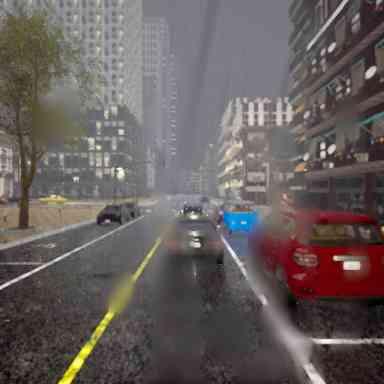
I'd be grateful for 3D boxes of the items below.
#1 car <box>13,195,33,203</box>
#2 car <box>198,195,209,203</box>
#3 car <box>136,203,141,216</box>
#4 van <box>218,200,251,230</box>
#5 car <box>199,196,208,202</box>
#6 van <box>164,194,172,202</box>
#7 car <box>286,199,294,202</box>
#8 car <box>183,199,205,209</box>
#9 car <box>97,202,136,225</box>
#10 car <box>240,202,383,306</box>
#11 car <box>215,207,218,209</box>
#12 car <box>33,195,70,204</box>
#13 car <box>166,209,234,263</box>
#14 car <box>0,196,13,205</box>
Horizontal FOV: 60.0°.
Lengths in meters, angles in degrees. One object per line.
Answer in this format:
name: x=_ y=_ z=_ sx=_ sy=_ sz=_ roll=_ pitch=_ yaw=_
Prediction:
car: x=-27.490 y=1.130 z=52.829 sx=4.313 sy=1.339 sz=1.947 roll=1 pitch=-1 yaw=-1
car: x=2.671 y=1.655 z=69.522 sx=1.947 sy=1.339 sz=4.313 roll=0 pitch=0 yaw=0
car: x=-5.700 y=1.600 z=29.874 sx=1.947 sy=1.339 sz=4.313 roll=0 pitch=0 yaw=0
van: x=2.682 y=1.362 z=19.081 sx=1.690 sy=1.788 sz=3.998 roll=0 pitch=0 yaw=0
car: x=2.668 y=1.650 z=79.489 sx=1.887 sy=1.381 sz=4.507 roll=0 pitch=0 yaw=0
van: x=-5.713 y=1.446 z=79.486 sx=1.690 sy=1.788 sz=3.998 roll=0 pitch=0 yaw=0
car: x=16.014 y=1.823 z=53.332 sx=4.097 sy=1.590 sz=1.967 roll=1 pitch=-1 yaw=-1
car: x=0.091 y=1.640 z=34.013 sx=1.895 sy=1.301 sz=4.718 roll=0 pitch=0 yaw=0
car: x=-5.699 y=1.594 z=24.628 sx=1.947 sy=1.339 sz=4.313 roll=0 pitch=0 yaw=0
car: x=2.685 y=1.324 z=7.978 sx=2.192 sy=1.841 sz=5.009 roll=0 pitch=0 yaw=0
car: x=2.681 y=1.468 z=24.631 sx=1.967 sy=1.590 sz=4.097 roll=0 pitch=0 yaw=0
car: x=-22.045 y=1.192 z=52.980 sx=4.829 sy=1.417 sz=1.752 roll=1 pitch=-1 yaw=-1
car: x=0.095 y=1.561 z=11.975 sx=2.033 sy=1.411 sz=5.357 roll=0 pitch=0 yaw=0
car: x=-27.380 y=0.895 z=44.454 sx=5.009 sy=1.841 sz=2.192 roll=1 pitch=-1 yaw=-1
